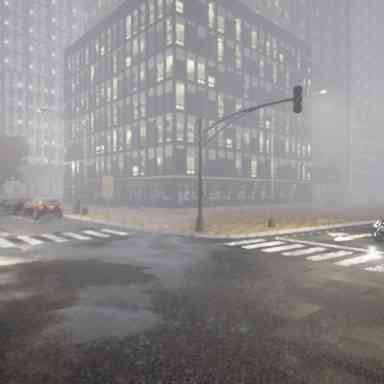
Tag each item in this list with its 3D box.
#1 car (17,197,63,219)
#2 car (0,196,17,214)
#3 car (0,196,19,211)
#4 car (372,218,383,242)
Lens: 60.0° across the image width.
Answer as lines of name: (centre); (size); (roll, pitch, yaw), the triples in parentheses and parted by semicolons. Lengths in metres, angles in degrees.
car: (-11.245, 1.107, 24.922); (1.967, 1.590, 4.097); (1, 0, -43)
car: (-14.935, 1.146, 28.805); (1.947, 1.339, 4.313); (1, 0, -43)
car: (-18.796, 1.068, 32.996); (1.802, 1.307, 4.206); (1, 0, -43)
car: (10.349, 1.443, 15.521); (4.553, 1.767, 2.097); (0, 0, -38)
